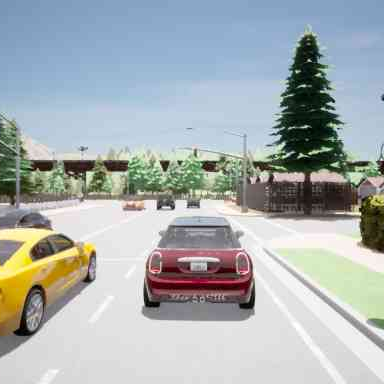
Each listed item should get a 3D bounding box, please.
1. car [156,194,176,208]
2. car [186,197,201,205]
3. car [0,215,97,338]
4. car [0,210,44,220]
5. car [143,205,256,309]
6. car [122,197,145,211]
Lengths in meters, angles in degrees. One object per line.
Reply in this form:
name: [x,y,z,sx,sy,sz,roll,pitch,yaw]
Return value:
car: [-3.315,1.222,43.031,2.150,2.045,5.566,0,0,0]
car: [0.208,1.505,47.102,1.837,1.490,4.892,0,0,1]
car: [-3.406,1.478,6.693,1.882,1.535,5.008,0,0,0]
car: [-7.076,1.505,12.922,1.837,1.490,4.892,0,0,0]
car: [0.210,1.352,8.066,2.097,1.767,4.553,0,0,2]
car: [-7.000,1.352,40.138,2.097,1.767,4.553,0,0,0]
